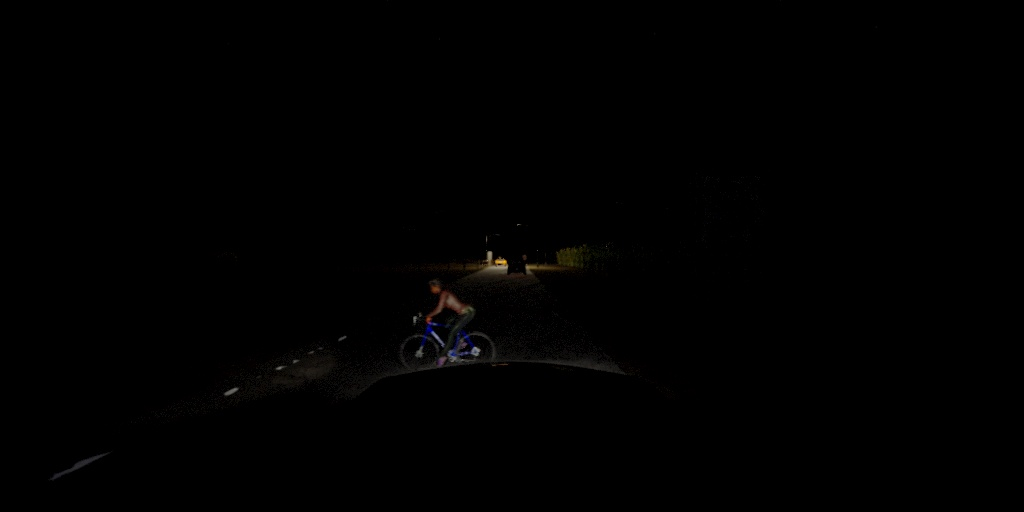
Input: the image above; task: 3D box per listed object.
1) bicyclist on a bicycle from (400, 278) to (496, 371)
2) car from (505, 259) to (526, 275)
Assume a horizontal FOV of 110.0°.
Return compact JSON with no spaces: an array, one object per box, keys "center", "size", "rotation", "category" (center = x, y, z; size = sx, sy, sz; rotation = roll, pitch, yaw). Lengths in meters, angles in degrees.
[{"center":[-1.110,1.190,6.103],"size":[1.656,1.620,0.582],"rotation":[-2,0,1],"category":"bicyclist on a bicycle"},{"center":[0.499,1.135,37.960],"size":[1.882,1.535,5.008],"rotation":[0,0,1],"category":"car"}]
